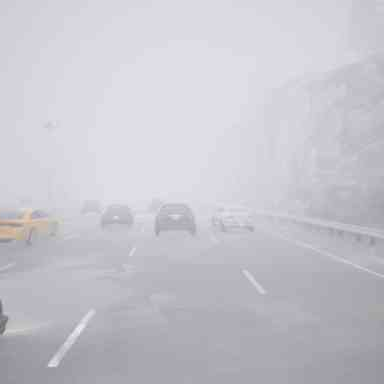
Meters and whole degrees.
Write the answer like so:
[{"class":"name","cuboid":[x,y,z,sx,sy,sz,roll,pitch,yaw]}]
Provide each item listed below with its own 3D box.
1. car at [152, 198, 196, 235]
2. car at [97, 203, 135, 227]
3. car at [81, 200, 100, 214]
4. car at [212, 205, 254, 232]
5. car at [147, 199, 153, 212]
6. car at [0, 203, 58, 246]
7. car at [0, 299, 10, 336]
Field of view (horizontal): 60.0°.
[{"class":"car","cuboid":[-1.027,1.327,18.816,2.097,1.767,4.553,0,0,-6]},{"class":"car","cuboid":[-4.991,1.542,22.699,1.994,1.385,4.181,0,0,-7]},{"class":"car","cuboid":[-10.502,1.519,35.068,2.033,1.411,5.357,0,0,-11]},{"class":"car","cuboid":[2.385,1.492,19.920,1.812,1.442,4.674,0,0,-6]},{"class":"car","cuboid":[-3.926,1.460,37.632,1.837,1.490,4.892,0,0,-11]},{"class":"car","cuboid":[-7.693,1.472,15.248,1.882,1.535,5.008,0,0,-5]},{"class":"car","cuboid":[-3.475,1.551,2.244,2.033,1.411,5.357,0,0,-1]}]
